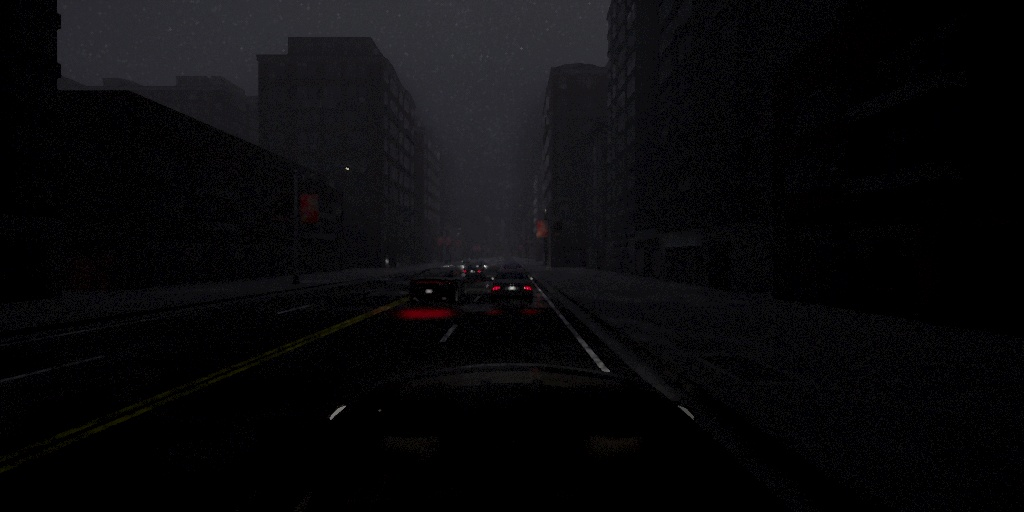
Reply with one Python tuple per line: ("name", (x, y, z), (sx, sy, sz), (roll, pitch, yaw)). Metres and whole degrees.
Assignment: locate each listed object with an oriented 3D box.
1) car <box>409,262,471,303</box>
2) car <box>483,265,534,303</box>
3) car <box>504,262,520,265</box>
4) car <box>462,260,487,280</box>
("car", (-3.250, 1.232, 16.501), (1.882, 1.535, 5.008), (0, 0, 0))
("car", (0.000, 1.310, 16.501), (2.033, 1.411, 5.357), (0, 0, 0))
("car", (0.000, 1.231, 31.501), (1.882, 1.535, 5.008), (0, 0, 0))
("car", (-3.250, 1.310, 31.501), (2.033, 1.411, 5.357), (0, 0, 0))
